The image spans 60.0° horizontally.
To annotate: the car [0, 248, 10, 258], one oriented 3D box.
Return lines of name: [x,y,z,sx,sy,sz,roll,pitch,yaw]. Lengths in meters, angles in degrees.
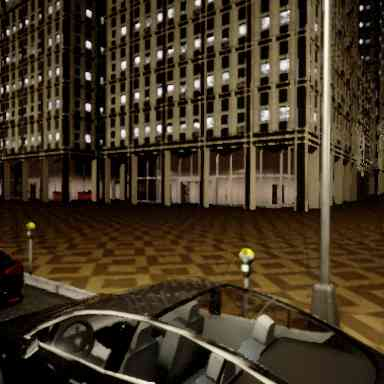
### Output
car: [-4.920,1.465,6.386,4.313,1.339,1.947,1,0,36]

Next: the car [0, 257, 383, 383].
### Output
car: [-0.335,1.540,3.115,4.313,1.339,1.947,1,0,36]
